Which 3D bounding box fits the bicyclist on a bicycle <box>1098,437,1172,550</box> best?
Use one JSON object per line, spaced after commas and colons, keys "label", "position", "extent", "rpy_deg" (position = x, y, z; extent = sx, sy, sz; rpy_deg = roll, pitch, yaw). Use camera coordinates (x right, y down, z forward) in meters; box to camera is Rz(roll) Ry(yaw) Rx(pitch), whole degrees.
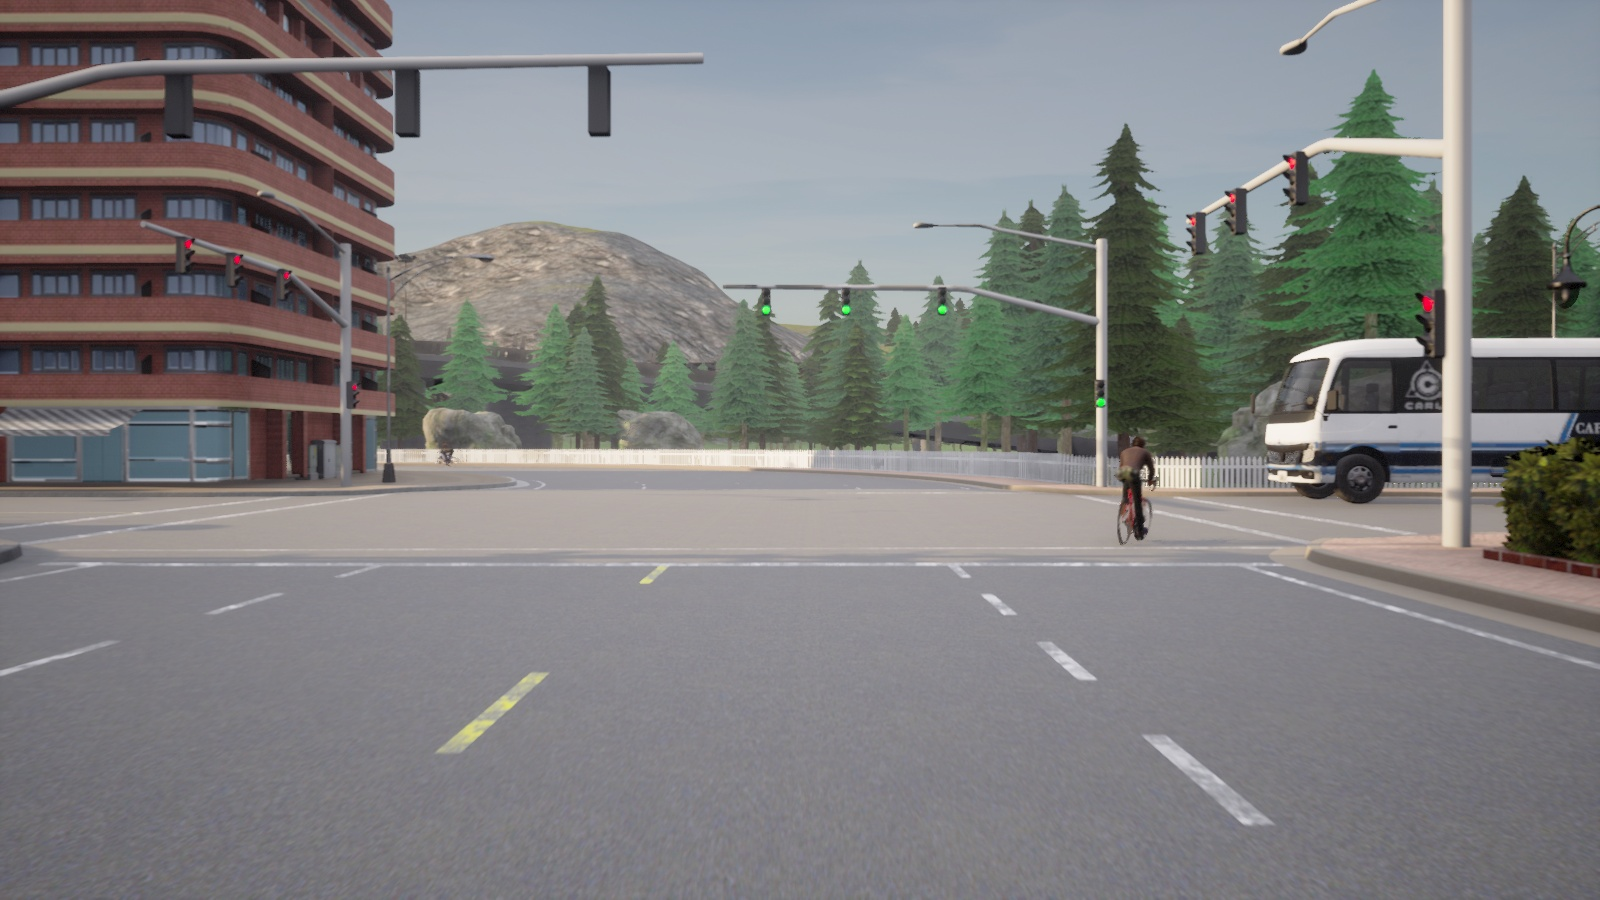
{"label": "bicyclist on a bicycle", "position": [5.112, 0.629, 19.084], "extent": [0.582, 1.620, 1.656], "rpy_deg": [2, 1, 31]}

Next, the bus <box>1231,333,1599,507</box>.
{"label": "bus", "position": [17.062, -0.745, 32.780], "extent": [10.273, 4.253, 3.944], "rpy_deg": [0, 0, 1]}
